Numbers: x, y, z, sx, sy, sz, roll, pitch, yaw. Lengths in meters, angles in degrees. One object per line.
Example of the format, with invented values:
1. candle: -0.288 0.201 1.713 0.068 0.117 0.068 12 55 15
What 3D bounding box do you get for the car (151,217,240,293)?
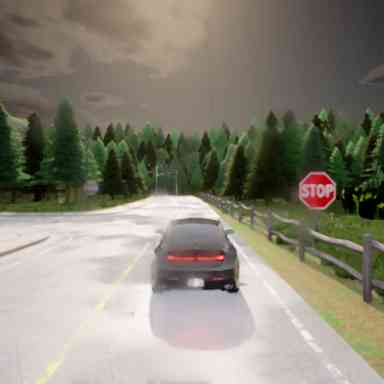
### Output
1. car: 0.074 1.410 8.572 1.837 1.490 4.892 0 1 0
